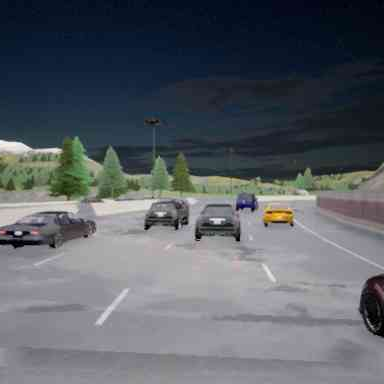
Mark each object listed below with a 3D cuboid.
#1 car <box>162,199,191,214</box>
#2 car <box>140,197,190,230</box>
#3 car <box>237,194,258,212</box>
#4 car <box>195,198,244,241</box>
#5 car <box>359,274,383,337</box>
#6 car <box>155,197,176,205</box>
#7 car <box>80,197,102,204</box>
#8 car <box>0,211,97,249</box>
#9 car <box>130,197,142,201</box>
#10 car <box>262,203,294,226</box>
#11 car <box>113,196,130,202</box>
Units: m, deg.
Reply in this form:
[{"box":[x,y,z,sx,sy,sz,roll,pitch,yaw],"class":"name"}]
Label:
[{"box":[-1.666,1.537,36.675,1.812,1.442,4.674,0,0,15],"class":"car"},{"box":[-1.472,1.357,21.251,2.097,1.767,4.553,0,0,9],"class":"car"},{"box":[6.733,1.258,40.418,2.150,2.045,5.566,0,0,18],"class":"car"},{"box":[1.411,1.363,16.898,2.097,1.767,4.553,0,0,7],"class":"car"},{"box":[3.789,1.577,3.985,1.994,1.385,4.181,0,0,2],"class":"car"},{"box":[-4.766,1.575,59.795,1.994,1.385,4.181,0,0,24],"class":"car"},{"box":[-17.241,1.538,56.997,1.994,1.385,4.181,0,0,21],"class":"car"},{"box":[-5.987,1.537,14.495,2.033,1.411,5.357,0,0,6],"class":"car"},{"box":[-8.442,1.549,60.167,2.033,1.411,5.357,0,0,24],"class":"car"},{"box":[6.023,1.505,23.609,1.882,1.535,5.008,0,0,10],"class":"car"},{"box":[-12.300,1.517,59.984,1.812,1.442,4.674,0,0,23],"class":"car"}]
